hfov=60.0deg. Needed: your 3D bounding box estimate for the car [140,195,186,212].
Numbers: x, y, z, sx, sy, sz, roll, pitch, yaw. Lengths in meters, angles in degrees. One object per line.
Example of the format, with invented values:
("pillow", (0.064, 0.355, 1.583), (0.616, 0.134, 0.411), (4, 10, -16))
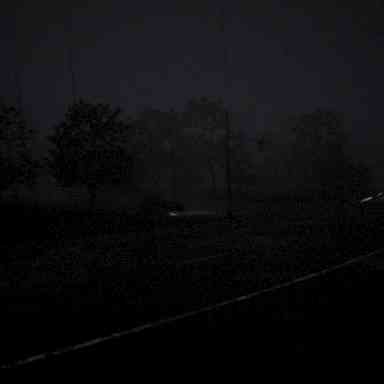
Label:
("car", (-2.863, 1.062, 32.080), (5.008, 1.535, 1.882), (1, 2, 37))
